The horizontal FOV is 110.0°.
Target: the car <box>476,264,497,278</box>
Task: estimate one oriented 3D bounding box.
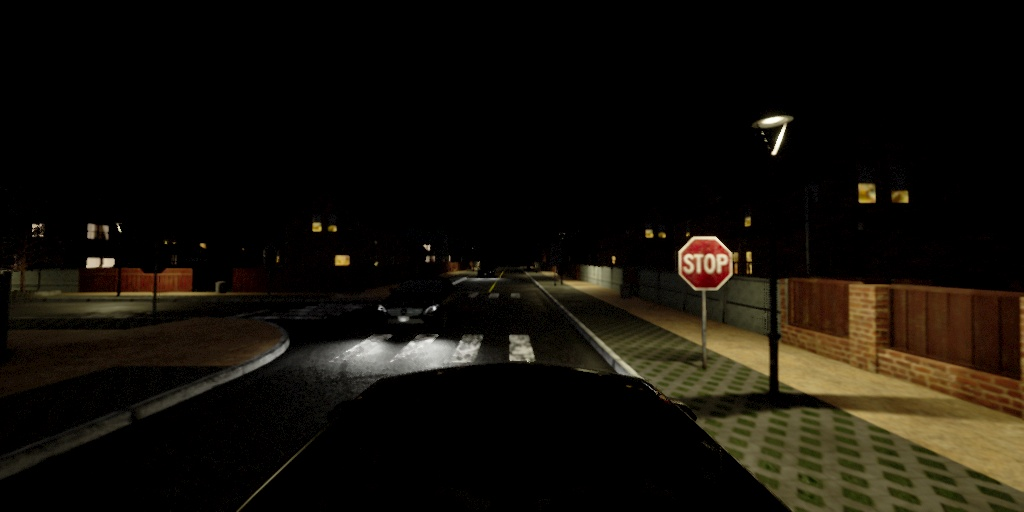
[{"bbox_3d":[-2.761,1.619,39.411,1.837,1.490,4.892,0,0,0],"label":"car"}]

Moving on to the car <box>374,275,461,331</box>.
[{"bbox_3d":[-2.751,1.361,11.415,1.812,1.442,4.674,0,-1,0],"label":"car"}]
